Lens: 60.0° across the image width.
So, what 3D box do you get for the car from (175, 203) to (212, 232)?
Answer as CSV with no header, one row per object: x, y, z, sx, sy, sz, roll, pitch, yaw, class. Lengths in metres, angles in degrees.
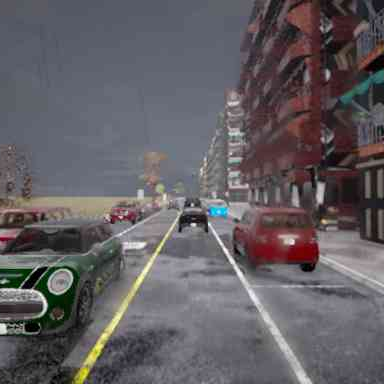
0.082,1.718,21.838,1.837,1.490,4.892,0,-1,0,car

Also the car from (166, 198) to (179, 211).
-2.790,2.110,50.390,2.033,1.411,5.357,0,-1,0,car

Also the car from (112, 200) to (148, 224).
-5.325,1.585,27.421,2.192,1.841,5.009,1,-1,0,car

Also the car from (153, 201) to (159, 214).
-5.337,1.929,38.491,2.008,1.369,4.403,1,-1,0,car

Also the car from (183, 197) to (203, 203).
0.067,1.616,40.105,2.150,2.045,5.566,0,0,0,car

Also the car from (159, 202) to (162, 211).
-5.341,1.977,44.027,1.887,1.381,4.507,1,-1,0,car

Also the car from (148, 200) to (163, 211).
-5.346,2.011,49.393,1.752,1.417,4.829,1,-1,0,car

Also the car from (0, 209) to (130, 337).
-2.857,1.423,7.105,2.097,1.767,4.553,0,-1,0,car

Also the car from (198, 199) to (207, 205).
2.508,2.362,82.509,2.008,1.369,4.403,1,-1,0,car

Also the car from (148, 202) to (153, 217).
-5.331,1.764,32.956,1.967,1.590,4.097,1,-1,0,car

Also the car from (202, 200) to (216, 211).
2.534,2.018,50.166,1.752,1.417,4.829,1,-1,0,car

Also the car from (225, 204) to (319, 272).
2.568,1.426,11.186,2.192,1.841,5.009,1,-1,0,car

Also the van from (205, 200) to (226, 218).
2.550,1.669,33.364,1.690,1.788,3.998,1,-1,0,van

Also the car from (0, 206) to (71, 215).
-5.312,1.423,10.813,2.192,1.841,5.009,1,-1,0,car

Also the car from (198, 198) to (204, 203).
2.498,2.505,93.830,1.802,1.307,4.206,1,-1,0,car

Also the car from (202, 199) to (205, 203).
2.544,1.822,38.908,1.967,1.590,4.097,1,-1,0,car
